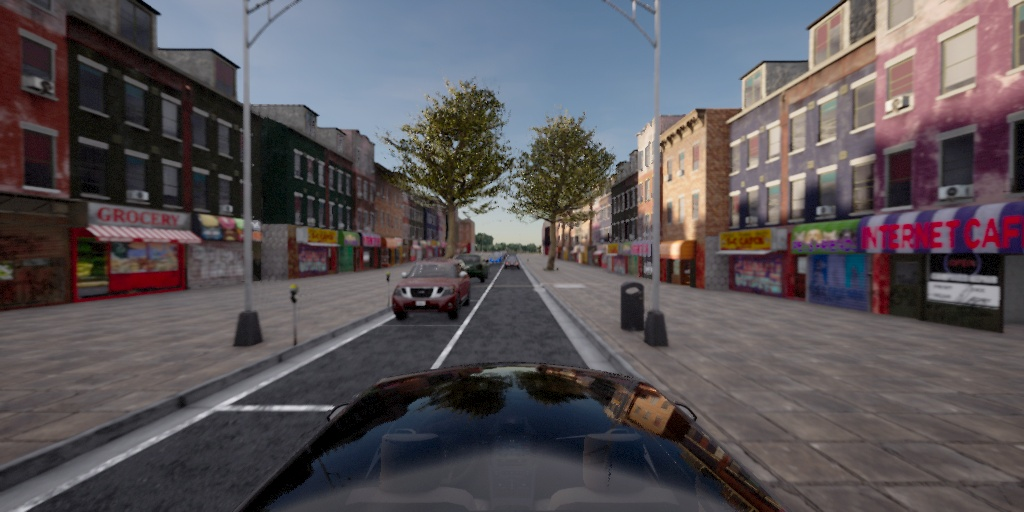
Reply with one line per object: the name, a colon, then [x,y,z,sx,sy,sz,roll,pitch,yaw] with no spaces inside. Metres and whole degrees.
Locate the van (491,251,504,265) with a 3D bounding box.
van: [-2.637,0.482,57.275,1.690,1.789,3.998,0,0,0]

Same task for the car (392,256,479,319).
car: [-2.638,1.047,12.901,2.192,1.841,5.009,0,0,0]

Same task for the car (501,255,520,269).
car: [0.017,0.926,45.800,2.033,1.411,5.357,0,1,0]

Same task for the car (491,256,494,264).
car: [-3.020,1.033,33.870,1.837,1.490,4.892,0,1,0]

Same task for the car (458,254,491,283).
car: [-2.981,0.841,26.897,2.150,2.045,5.566,0,1,0]
